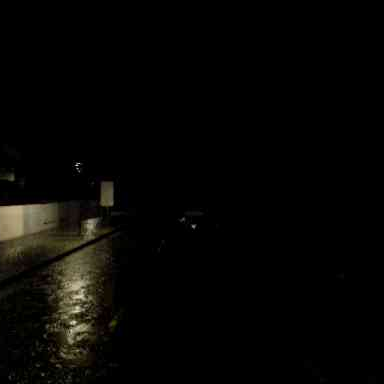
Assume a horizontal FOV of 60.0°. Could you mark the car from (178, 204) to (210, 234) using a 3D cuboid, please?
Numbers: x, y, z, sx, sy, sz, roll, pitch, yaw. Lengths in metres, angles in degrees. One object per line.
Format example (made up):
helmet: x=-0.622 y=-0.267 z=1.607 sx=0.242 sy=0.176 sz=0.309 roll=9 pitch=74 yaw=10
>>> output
car: x=0.093 y=1.711 z=20.456 sx=1.812 sy=1.442 sz=4.674 roll=0 pitch=-1 yaw=0
